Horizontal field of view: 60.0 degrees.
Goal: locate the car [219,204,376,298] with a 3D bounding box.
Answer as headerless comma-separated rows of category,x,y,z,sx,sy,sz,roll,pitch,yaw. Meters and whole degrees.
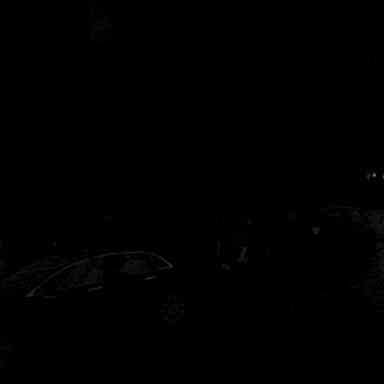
car,2.787,1.282,8.627,5.009,1.841,2.192,0,0,-35

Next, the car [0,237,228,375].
car,-1.782,1.544,5.374,4.403,1.369,2.008,0,0,-35
